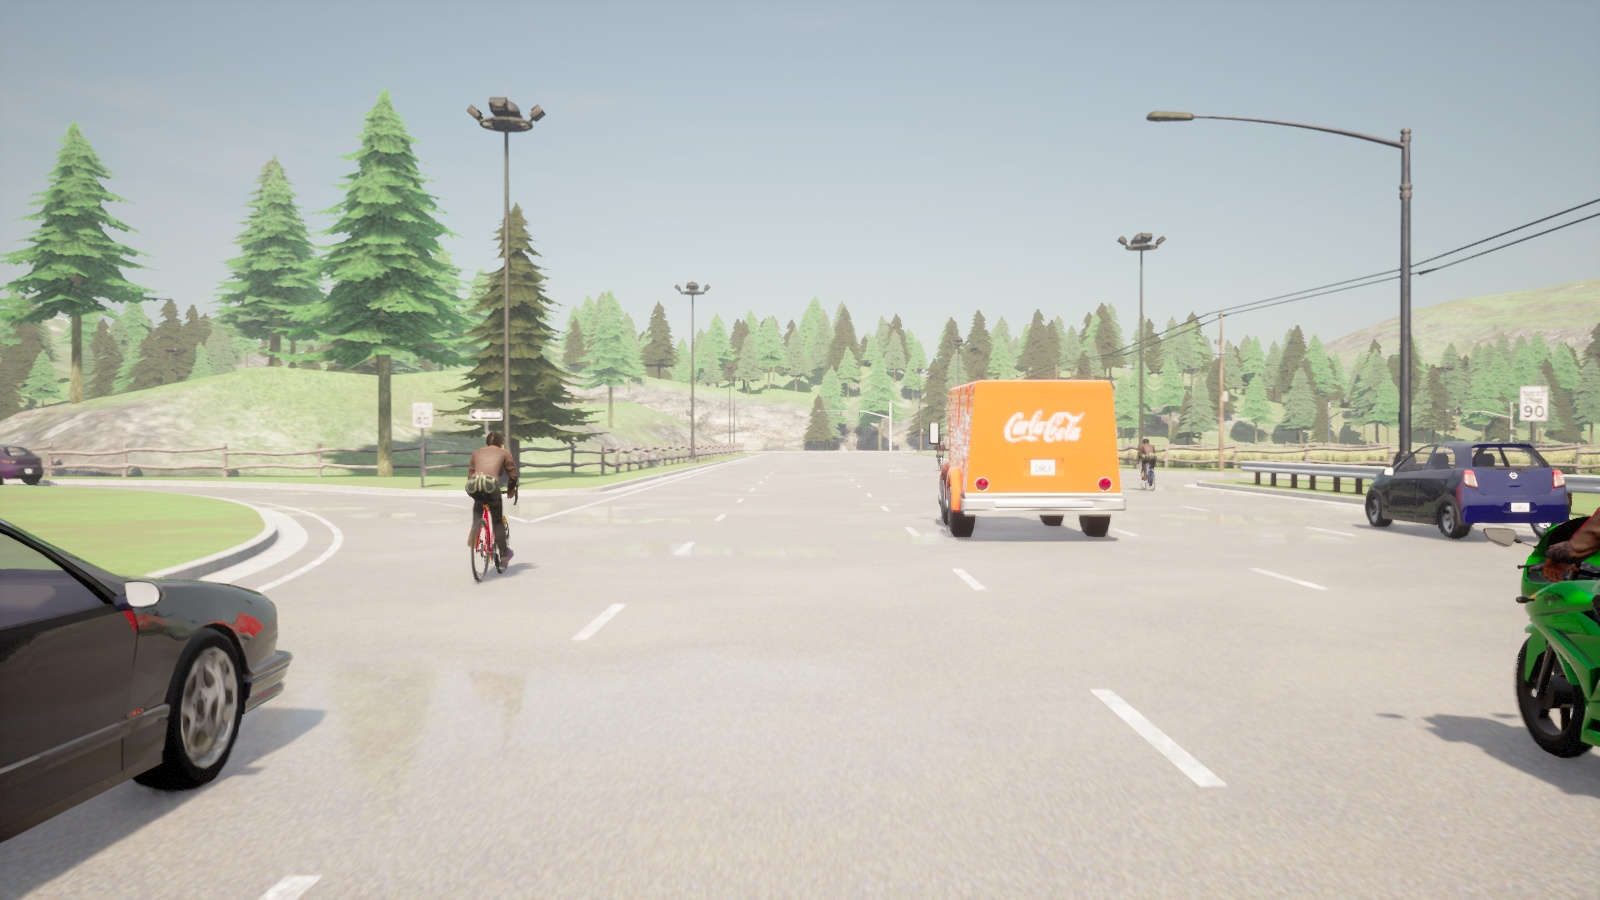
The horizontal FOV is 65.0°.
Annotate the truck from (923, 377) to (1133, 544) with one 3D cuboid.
[{"bbox_3d":[3.636,0.143,21.218,2.627,2.467,5.204,0,0,0],"label":"truck"}]

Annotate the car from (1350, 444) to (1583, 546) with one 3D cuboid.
[{"bbox_3d":[10.630,0.654,20.343,1.845,1.501,3.633,0,0,0],"label":"car"}]

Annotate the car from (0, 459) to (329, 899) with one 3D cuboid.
[{"bbox_3d":[-3.463,0.770,3.801,2.033,1.411,5.357,0,0,0],"label":"car"}]

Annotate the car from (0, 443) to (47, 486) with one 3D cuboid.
[{"bbox_3d":[-28.792,0.490,43.850,4.193,1.474,1.816,0,0,13],"label":"car"}]

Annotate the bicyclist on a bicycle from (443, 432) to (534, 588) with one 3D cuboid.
[{"bbox_3d":[-3.406,0.618,13.863,0.582,1.620,1.656,0,0,0],"label":"bicyclist on a bicycle"}]

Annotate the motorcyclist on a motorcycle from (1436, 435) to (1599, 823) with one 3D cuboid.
[{"bbox_3d":[3.545,0.702,5.190,0.797,1.523,2.044,0,0,0],"label":"motorcyclist on a motorcycle"}]

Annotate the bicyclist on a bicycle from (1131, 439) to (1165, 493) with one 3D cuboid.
[{"bbox_3d":[10.735,0.489,38.797,0.582,1.620,1.656,0,0,0],"label":"bicyclist on a bicycle"}]
